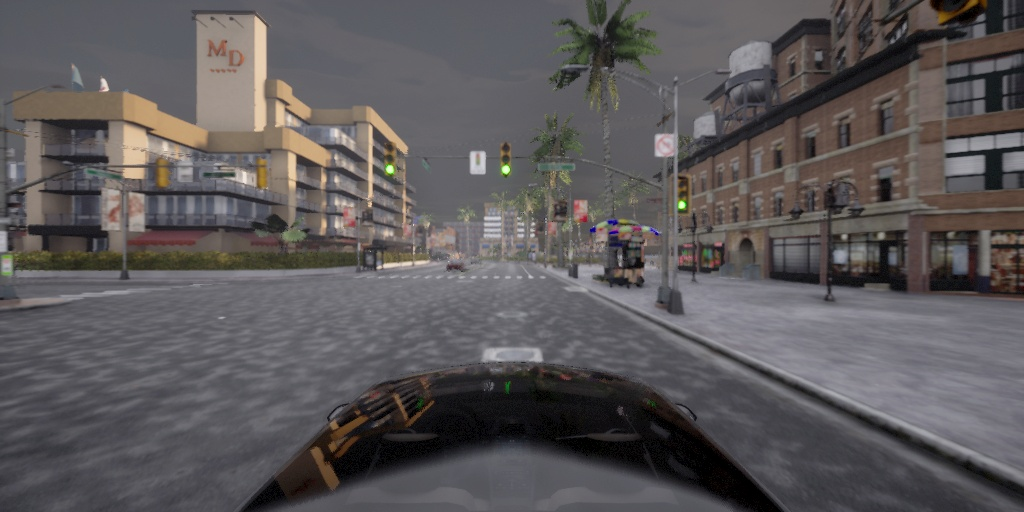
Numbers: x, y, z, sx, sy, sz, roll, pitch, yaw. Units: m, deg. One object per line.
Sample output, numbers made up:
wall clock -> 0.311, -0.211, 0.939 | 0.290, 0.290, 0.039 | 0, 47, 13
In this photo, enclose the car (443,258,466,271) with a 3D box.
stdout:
car -> -6.998, 1.209, 44.728 | 1.895, 1.301, 4.718 | 0, 0, 0
